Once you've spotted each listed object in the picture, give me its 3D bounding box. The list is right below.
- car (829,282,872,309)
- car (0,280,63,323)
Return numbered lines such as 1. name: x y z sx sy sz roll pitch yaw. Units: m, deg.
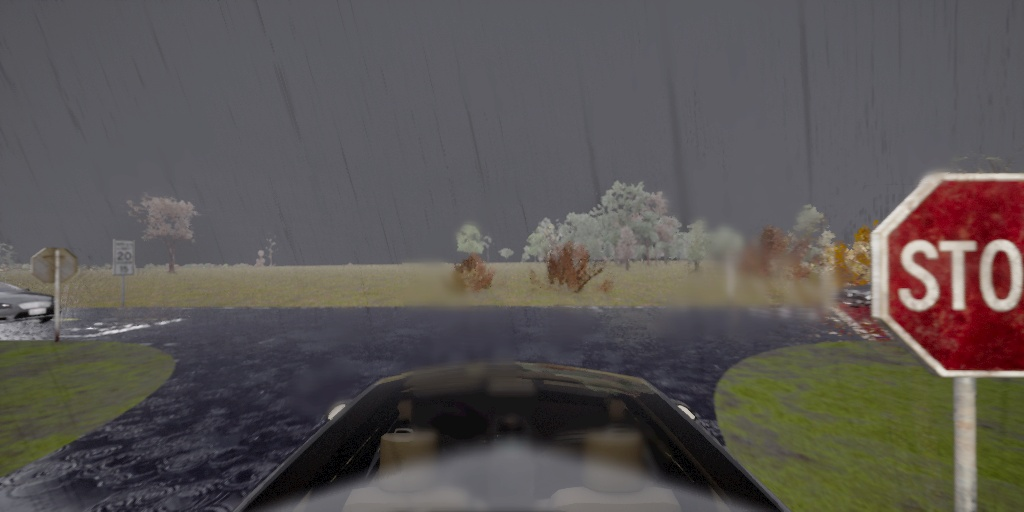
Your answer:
1. car: 15.007 1.319 13.131 5.357 1.411 2.033 0 -1 2
2. car: -16.943 1.445 11.043 4.902 1.511 2.128 0 -1 2
